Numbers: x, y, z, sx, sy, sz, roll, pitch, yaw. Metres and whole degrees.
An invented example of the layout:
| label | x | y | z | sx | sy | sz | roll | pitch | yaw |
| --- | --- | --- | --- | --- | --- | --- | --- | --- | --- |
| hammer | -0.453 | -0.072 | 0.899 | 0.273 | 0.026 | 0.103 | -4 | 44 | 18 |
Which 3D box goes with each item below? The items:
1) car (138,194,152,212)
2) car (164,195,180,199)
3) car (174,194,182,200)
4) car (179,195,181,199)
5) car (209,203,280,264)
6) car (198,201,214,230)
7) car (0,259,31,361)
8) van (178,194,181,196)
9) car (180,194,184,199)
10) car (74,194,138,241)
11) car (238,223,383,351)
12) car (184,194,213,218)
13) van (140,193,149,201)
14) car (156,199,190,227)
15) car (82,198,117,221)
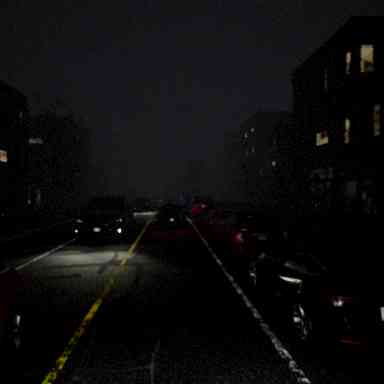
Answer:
| label | x | y | z | sx | sy | sz | roll | pitch | yaw |
| --- | --- | --- | --- | --- | --- | --- | --- | --- | --- |
| car | -5.595 | 1.370 | 37.648 | 1.882 | 1.535 | 5.008 | -1 | 0 | -4 |
| car | -2.997 | 1.436 | 44.910 | 1.895 | 1.301 | 4.718 | -1 | 0 | -4 |
| car | -3.551 | 1.191 | 84.890 | 1.812 | 1.442 | 4.674 | -1 | 0 | -4 |
| car | -0.395 | 1.392 | 44.896 | 1.802 | 1.307 | 4.206 | -1 | 0 | -4 |
| car | 1.942 | 1.371 | 11.688 | 1.967 | 1.590 | 4.097 | -1 | 0 | -4 |
| car | 1.542 | 1.435 | 17.392 | 1.752 | 1.417 | 4.829 | -1 | 0 | -4 |
| car | -3.277 | 1.371 | 2.838 | 2.097 | 1.767 | 4.553 | -1 | 0 | -3 |
| van | -0.790 | 1.131 | 50.430 | 1.690 | 1.788 | 3.998 | -1 | 0 | -4 |
| car | -0.008 | 1.271 | 39.361 | 1.967 | 1.590 | 4.097 | -1 | 0 | -4 |
| car | -4.226 | 1.180 | 16.877 | 2.150 | 2.045 | 5.566 | -1 | 2 | -4 |
| car | 2.334 | 1.516 | 6.154 | 1.947 | 1.339 | 4.313 | -1 | 0 | -4 |
| car | 0.769 | 1.186 | 28.291 | 2.192 | 1.841 | 5.009 | -1 | 0 | -4 |
| van | -11.099 | 1.112 | 77.512 | 1.690 | 1.788 | 3.998 | -1 | 0 | -4 |
| car | -1.362 | 1.444 | 21.988 | 1.812 | 1.442 | 4.674 | -1 | 0 | -4 |
| car | -7.587 | 1.394 | 27.700 | 1.967 | 1.590 | 4.097 | -1 | 0 | -4 |
